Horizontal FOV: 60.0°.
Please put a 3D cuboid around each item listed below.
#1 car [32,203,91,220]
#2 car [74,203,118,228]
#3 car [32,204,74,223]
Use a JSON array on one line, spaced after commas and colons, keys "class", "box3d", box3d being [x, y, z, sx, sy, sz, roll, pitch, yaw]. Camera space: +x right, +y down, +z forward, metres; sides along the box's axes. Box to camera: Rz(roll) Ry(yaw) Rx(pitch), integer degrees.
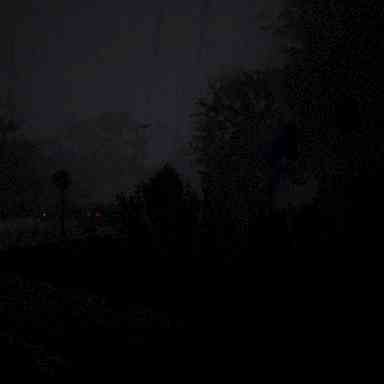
[{"class": "car", "box3d": [-12.947, 1.926, 33.371, 2.033, 1.411, 5.357, -1, 0, 32]}, {"class": "car", "box3d": [-5.941, 1.593, 24.623, 2.097, 1.767, 4.553, -1, 0, 32]}, {"class": "car", "box3d": [-11.450, 1.933, 29.187, 1.895, 1.301, 4.718, -1, 0, 32]}]
